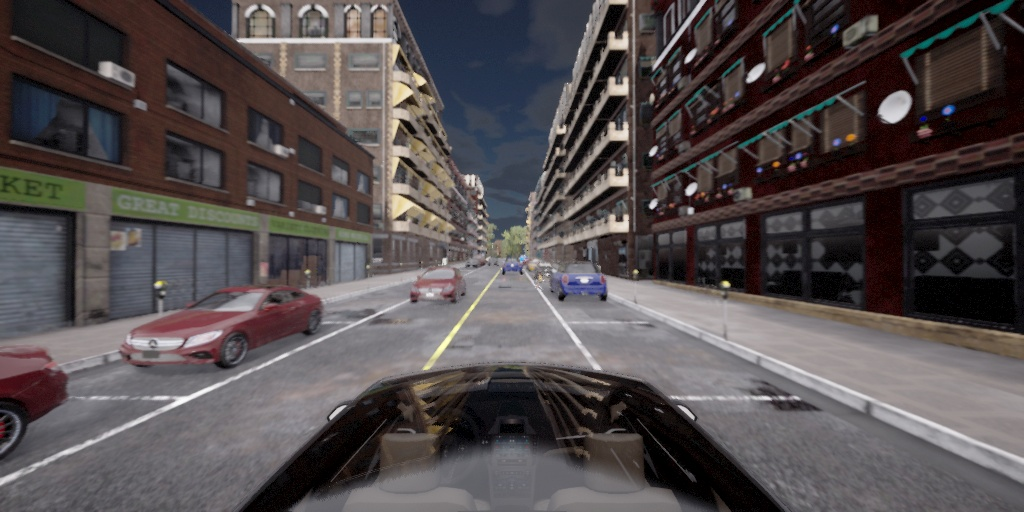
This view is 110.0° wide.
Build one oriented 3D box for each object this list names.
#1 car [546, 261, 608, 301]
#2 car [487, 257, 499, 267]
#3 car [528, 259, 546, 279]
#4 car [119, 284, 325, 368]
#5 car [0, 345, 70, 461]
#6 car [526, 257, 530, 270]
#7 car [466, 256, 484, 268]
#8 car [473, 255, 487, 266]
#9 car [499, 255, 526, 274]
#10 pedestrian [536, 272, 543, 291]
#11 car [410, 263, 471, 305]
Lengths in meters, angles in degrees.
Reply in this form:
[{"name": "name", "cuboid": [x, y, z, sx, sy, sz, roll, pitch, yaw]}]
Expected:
[{"name": "car", "cuboid": [3.003, 1.023, 17.004, 2.097, 1.767, 4.553, 0, 0, 0]}, {"name": "car", "cuboid": [-3.024, 0.966, 58.134, 1.837, 1.490, 4.892, 0, 0, 1]}, {"name": "car", "cuboid": [2.697, 1.157, 29.985, 2.007, 1.370, 4.403, 0, 0, 0]}, {"name": "car", "cuboid": [-5.688, 1.302, 7.743, 1.802, 1.307, 4.207, 0, 0, 0]}, {"name": "car", "cuboid": [-5.689, 1.330, 2.171, 1.802, 1.307, 4.207, 0, 0, 0]}, {"name": "car", "cuboid": [2.700, 1.075, 41.297, 1.751, 1.417, 4.829, 0, 0, 0]}, {"name": "car", "cuboid": [-5.678, 1.060, 52.312, 1.948, 1.339, 4.313, 0, 0, 0]}, {"name": "car", "cuboid": [-5.677, 0.781, 57.882, 2.192, 1.841, 5.009, 0, 0, 0]}, {"name": "car", "cuboid": [0.054, 0.922, 37.389, 2.097, 1.767, 4.553, 0, 0, 0]}, {"name": "pedestrian", "cuboid": [1.539, 1.332, 19.690, 0.500, 1.100, 0.500, 1, -1, -5]}, {"name": "car", "cuboid": [-3.096, 1.204, 15.863, 1.812, 1.442, 4.674, 0, 0, 0]}]
